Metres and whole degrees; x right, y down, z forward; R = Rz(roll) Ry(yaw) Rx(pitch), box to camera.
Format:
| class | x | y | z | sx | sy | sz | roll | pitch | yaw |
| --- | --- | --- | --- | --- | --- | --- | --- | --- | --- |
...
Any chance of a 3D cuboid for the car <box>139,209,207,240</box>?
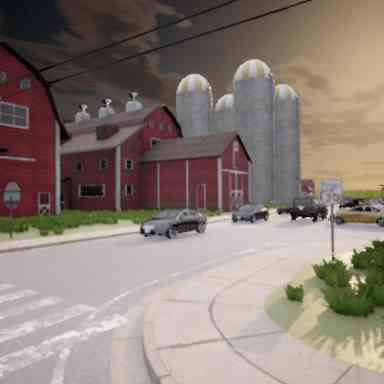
| class | x | y | z | sx | sy | sz | roll | pitch | yaw |
| --- | --- | --- | --- | --- | --- | --- | --- | --- | --- |
| car | -0.934 | 1.719 | 18.788 | 2.128 | 1.511 | 4.902 | -1 | -1 | 32 |

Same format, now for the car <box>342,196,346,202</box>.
| class | x | y | z | sx | sy | sz | roll | pitch | yaw |
| --- | --- | --- | --- | --- | --- | --- | --- | --- | --- |
| car | 23.904 | 1.642 | 50.868 | 2.150 | 2.045 | 5.566 | -1 | -1 | 33 |

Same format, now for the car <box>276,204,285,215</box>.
| class | x | y | z | sx | sy | sz | roll | pitch | yaw |
| --- | --- | --- | --- | --- | --- | --- | --- | --- | --- |
| car | 11.104 | 1.960 | 37.609 | 1.895 | 1.301 | 4.718 | -1 | -1 | 33 |

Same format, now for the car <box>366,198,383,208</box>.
| class | x | y | z | sx | sy | sz | roll | pitch | yaw |
| --- | --- | --- | --- | --- | --- | --- | --- | --- | --- |
| car | 32.245 | 1.906 | 56.267 | 4.611 | 1.667 | 2.242 | -1 | -1 | 33 |

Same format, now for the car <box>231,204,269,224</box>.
| class | x | y | z | sx | sy | sz | roll | pitch | yaw |
| --- | --- | --- | --- | --- | --- | --- | --- | --- | --- |
| car | 4.950 | 1.795 | 28.003 | 1.837 | 1.490 | 4.892 | -1 | 0 | 33 |

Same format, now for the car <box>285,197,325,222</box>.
| class | x | y | z | sx | sy | sz | roll | pitch | yaw |
| --- | --- | --- | --- | --- | --- | --- | --- | --- | --- |
| car | 10.471 | 1.494 | 29.791 | 2.150 | 2.045 | 5.566 | -1 | -1 | 32 |

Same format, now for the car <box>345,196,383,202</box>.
| class | x | y | z | sx | sy | sz | roll | pitch | yaw |
| --- | --- | --- | --- | --- | --- | --- | --- | --- | --- |
| car | 19.109 | 1.596 | 35.937 | 3.866 | 1.878 | 1.905 | -1 | -1 | 33 |

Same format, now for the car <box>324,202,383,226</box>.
| class | x | y | z | sx | sy | sz | roll | pitch | yaw |
| --- | --- | --- | --- | --- | --- | --- | --- | --- | --- |
| car | 12.271 | 1.702 | 24.302 | 4.193 | 1.474 | 1.816 | -1 | -1 | 33 |
